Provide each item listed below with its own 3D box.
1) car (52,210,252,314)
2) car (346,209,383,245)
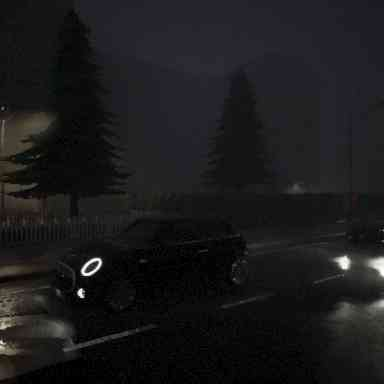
[{"bbox_3d":[-0.771,1.351,7.766,4.553,1.767,2.097,0,0,-36],"label":"car"},{"bbox_3d":[8.781,1.478,14.727,5.008,1.535,1.882,0,0,-36],"label":"car"}]
